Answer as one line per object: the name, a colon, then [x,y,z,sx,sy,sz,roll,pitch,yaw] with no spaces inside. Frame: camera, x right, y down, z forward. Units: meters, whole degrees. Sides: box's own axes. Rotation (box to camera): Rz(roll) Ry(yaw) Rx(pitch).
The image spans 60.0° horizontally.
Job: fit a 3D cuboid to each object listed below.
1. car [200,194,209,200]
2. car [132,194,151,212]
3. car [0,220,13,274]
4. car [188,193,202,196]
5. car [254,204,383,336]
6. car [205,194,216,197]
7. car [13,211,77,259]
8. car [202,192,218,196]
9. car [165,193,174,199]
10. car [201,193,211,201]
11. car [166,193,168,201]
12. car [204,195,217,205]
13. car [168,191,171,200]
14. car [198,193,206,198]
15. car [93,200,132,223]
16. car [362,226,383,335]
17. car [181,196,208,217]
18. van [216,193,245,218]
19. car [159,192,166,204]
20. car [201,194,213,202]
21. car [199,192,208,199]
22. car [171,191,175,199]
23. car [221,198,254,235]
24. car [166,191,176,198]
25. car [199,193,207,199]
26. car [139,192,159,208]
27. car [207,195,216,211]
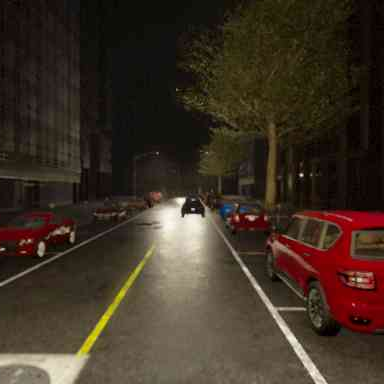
car: [2.807,1.059,74.188,1.802,1.307,4.206,0,0,0]
car: [-5.691,1.245,34.547,1.752,1.417,4.829,0,0,0]
car: [-5.672,1.385,6.523,1.967,1.590,4.097,0,0,0]
car: [0.072,1.126,45.642,1.882,1.535,5.008,0,1,0]
car: [2.854,1.259,6.513,2.192,1.841,5.009,0,0,0]
car: [2.830,1.247,40.350,1.947,1.339,4.313,0,0,0]
car: [-5.676,1.443,12.162,1.887,1.381,4.507,0,0,0]
car: [2.826,0.961,45.989,2.192,1.841,5.009,0,0,0]
car: [-5.726,0.985,85.464,1.947,1.339,4.313,0,0,0]
car: [2.811,1.033,68.719,1.752,1.417,4.829,0,0,0]
car: [-5.706,1.143,57.272,1.947,1.339,4.313,0,0,0]
car: [2.823,1.156,51.630,1.887,1.381,4.507,0,0,0]
car: [-5.710,0.858,62.908,2.192,1.841,5.009,0,0,0]
car: [2.796,0.957,91.106,1.947,1.339,4.313,0,0,0]
car: [-5.683,1.388,23.441,1.802,1.307,4.206,0,0,0]
car: [2.857,1.306,0.875,2.192,1.841,5.009,0,0,0]
car: [0.083,1.327,28.486,1.994,1.385,4.181,0,0,0]
van: [2.843,1.146,23.432,1.690,1.788,3.998,0,0,0]
car: [-5.703,0.927,51.631,2.192,1.841,5.009,0,0,0]
car: [2.815,1.108,62.909,1.947,1.339,4.313,0,0,0]
car: [2.803,0.887,79.827,1.967,1.590,4.097,0,0,0]
car: [-5.722,1.013,79.827,1.947,1.339,4.313,0,0,0]
car: [2.846,1.292,17.793,1.967,1.590,4.097,0,0,0]
car: [-5.730,0.707,91.101,2.192,1.841,5.009,0,0,0]
car: [2.800,1.001,85.467,1.802,1.307,4.206,0,0,0]
car: [-5.696,0.997,40.353,2.192,1.841,5.009,0,0,0]
car: [2.834,1.300,34.713,1.802,1.307,4.206,0,0,0]
